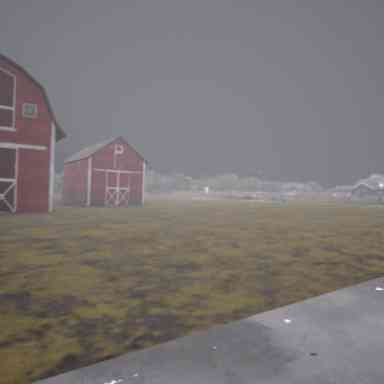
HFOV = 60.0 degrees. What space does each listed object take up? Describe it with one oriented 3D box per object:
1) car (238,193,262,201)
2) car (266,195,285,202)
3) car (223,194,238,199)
[{"bbox_3d":[12.730,1.041,71.234,2.097,1.767,4.553,2,-1,-35],"label":"car"},{"bbox_3d":[17.657,1.285,70.336,1.994,1.385,4.181,2,-1,-35],"label":"car"},{"bbox_3d":[9.931,1.116,81.206,2.033,1.411,5.357,2,-1,-35],"label":"car"}]
